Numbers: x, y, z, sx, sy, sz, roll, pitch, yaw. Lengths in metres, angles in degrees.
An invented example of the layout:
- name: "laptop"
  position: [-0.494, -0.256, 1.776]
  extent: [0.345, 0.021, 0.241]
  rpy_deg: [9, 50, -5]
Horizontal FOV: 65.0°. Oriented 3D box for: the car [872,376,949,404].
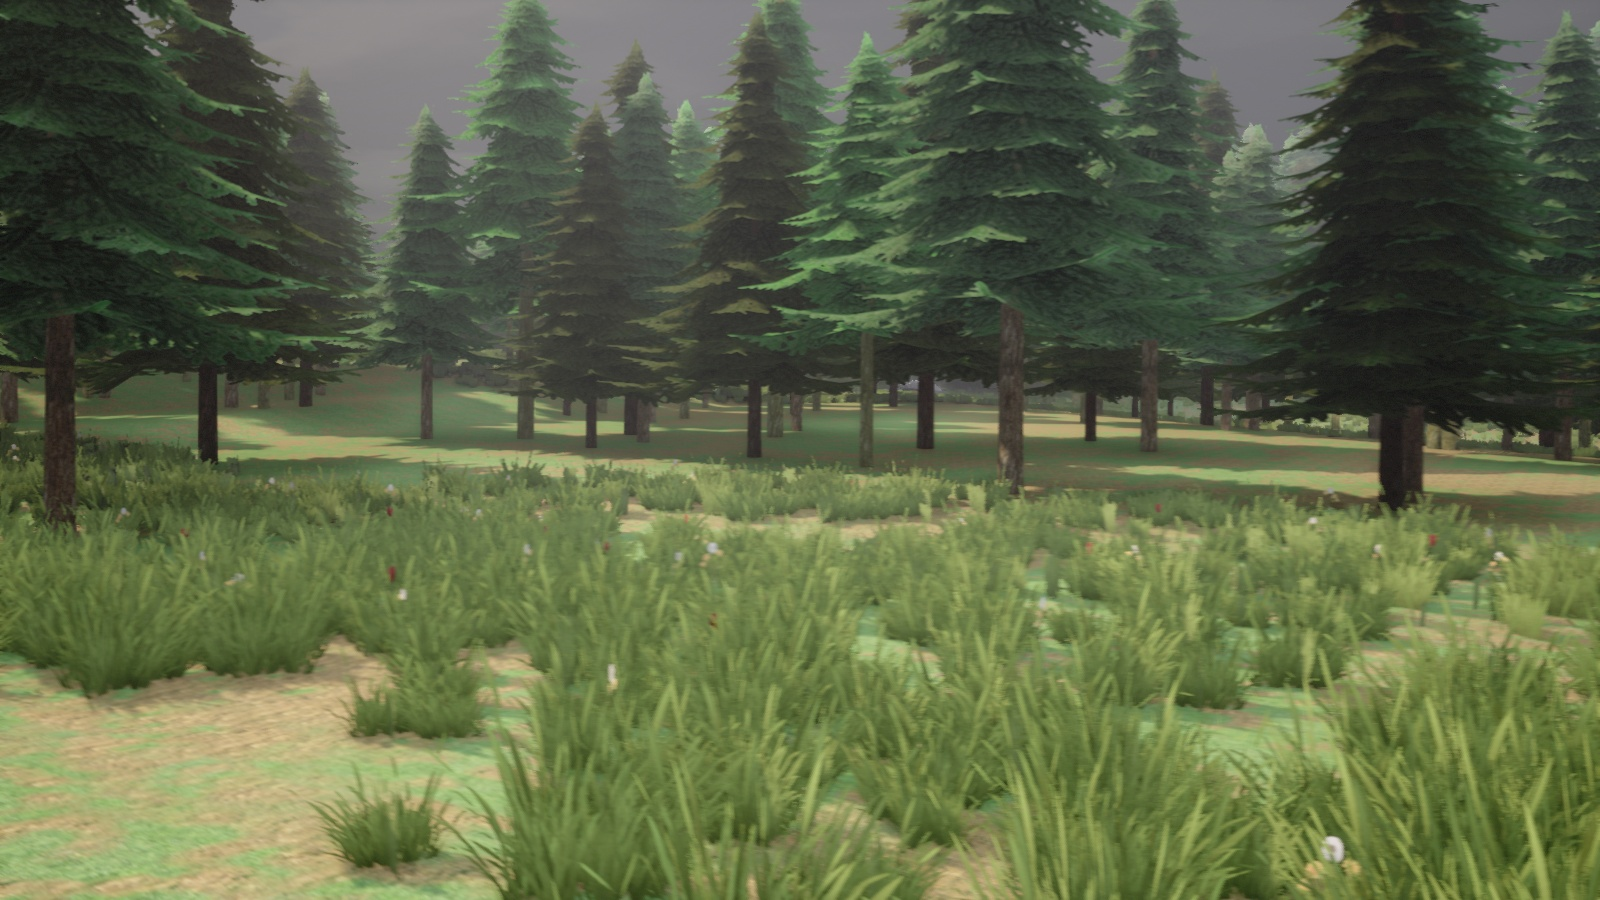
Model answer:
- name: "car"
  position: [7.614, -4.150, 86.718]
  extent: [4.892, 1.490, 1.837]
  rpy_deg: [4, 0, -7]
